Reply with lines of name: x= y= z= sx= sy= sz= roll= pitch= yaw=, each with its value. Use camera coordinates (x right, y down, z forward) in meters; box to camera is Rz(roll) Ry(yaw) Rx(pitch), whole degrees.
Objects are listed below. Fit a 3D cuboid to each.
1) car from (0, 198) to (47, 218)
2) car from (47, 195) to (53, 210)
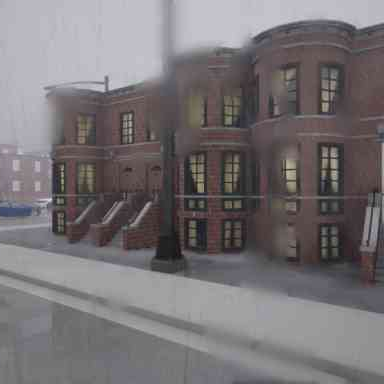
car: x=-15.513 y=1.477 z=28.376 sx=1.882 sy=1.535 sz=5.008 roll=0 pitch=0 yaw=37
car: x=-14.961 y=1.478 z=41.406 sx=1.882 sy=1.535 sz=5.008 roll=0 pitch=0 yaw=36
